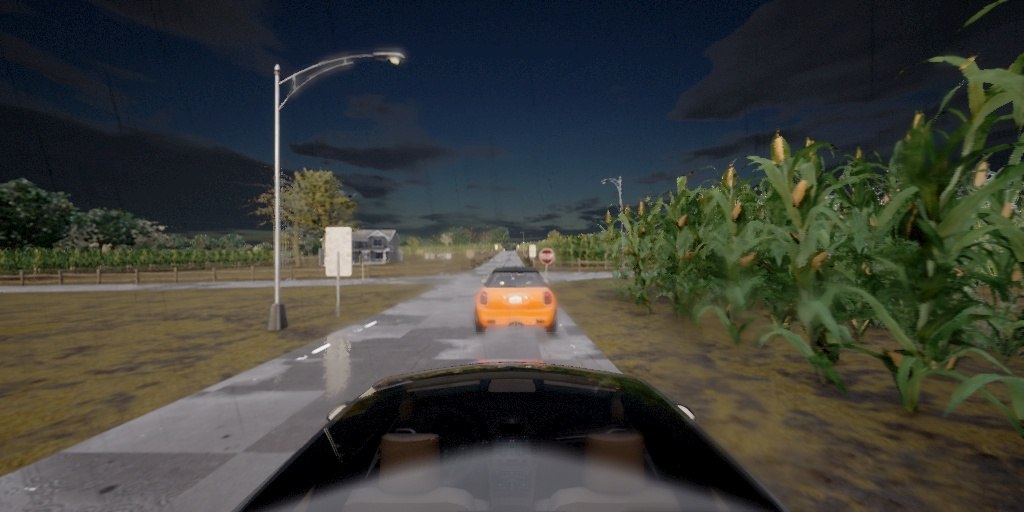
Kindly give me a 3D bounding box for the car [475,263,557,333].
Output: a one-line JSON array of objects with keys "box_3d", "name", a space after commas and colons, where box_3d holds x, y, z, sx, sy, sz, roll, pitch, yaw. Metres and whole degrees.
[{"box_3d": [0.100, 1.103, 10.923, 2.097, 1.767, 4.553, 0, 0, 0], "name": "car"}]
